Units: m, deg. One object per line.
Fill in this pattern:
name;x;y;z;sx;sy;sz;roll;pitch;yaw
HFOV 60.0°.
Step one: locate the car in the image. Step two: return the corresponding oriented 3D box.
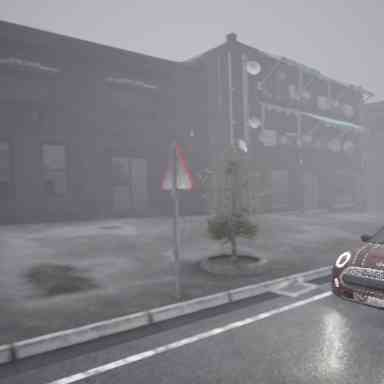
car;5.047;1.385;7.335;4.553;1.767;2.097;0;-1;-38
